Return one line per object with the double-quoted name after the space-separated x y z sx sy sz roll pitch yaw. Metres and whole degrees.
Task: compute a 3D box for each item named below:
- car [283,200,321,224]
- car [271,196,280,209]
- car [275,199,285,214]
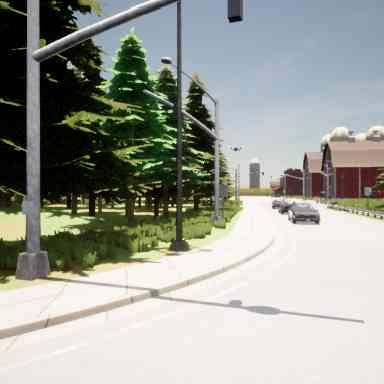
8.387 1.547 25.287 2.033 1.411 5.357 0 0 11 "car"
11.798 1.564 44.704 1.994 1.385 4.181 0 0 9 "car"
10.122 1.601 34.781 1.895 1.301 4.718 0 0 10 "car"
